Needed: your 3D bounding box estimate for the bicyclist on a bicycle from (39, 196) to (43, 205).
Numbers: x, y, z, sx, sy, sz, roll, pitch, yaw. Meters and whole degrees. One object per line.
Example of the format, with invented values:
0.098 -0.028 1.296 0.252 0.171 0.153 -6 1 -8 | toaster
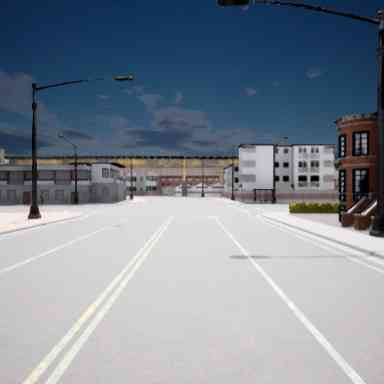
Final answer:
-26.411 1.491 58.294 0.582 1.620 1.656 -1 0 -1 | bicyclist on a bicycle
